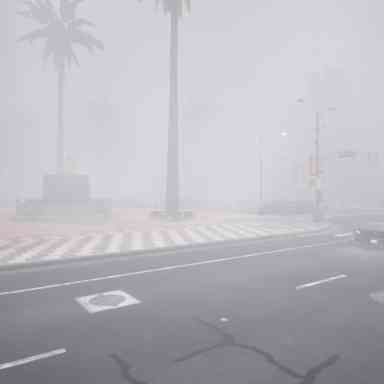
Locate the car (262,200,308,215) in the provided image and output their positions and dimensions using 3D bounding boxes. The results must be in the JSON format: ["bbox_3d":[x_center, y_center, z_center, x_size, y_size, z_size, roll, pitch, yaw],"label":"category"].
[{"bbox_3d":[9.094,1.564,33.695,1.994,1.385,4.181,0,0,-37],"label":"car"}]

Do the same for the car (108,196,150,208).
[{"bbox_3d":[-8.773,1.547,47.515,5.357,1.411,2.033,0,0,14],"label":"car"}]

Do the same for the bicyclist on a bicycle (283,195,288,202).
[{"bbox_3d":[15.280,1.301,54.441,0.582,1.620,1.656,0,0,42],"label":"bicyclist on a bicycle"}]

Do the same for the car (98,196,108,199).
[{"bbox_3d":[-15.829,1.492,59.107,4.902,1.511,2.128,0,0,2],"label":"car"}]

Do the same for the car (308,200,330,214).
[{"bbox_3d":[11.967,1.547,35.853,2.033,1.411,5.357,0,0,-37],"label":"car"}]

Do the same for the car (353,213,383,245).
[{"bbox_3d":[9.273,1.547,14.600,5.357,1.411,2.033,0,0,-36],"label":"car"}]

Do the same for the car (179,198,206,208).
[{"bbox_3d":[-0.225,1.524,47.587,4.674,1.442,1.812,0,0,28],"label":"car"}]

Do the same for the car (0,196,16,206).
[{"bbox_3d":[-31.100,1.505,53.609,4.892,1.490,1.837,0,0,-16],"label":"car"}]

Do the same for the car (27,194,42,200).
[{"bbox_3d":[-26.037,1.221,58.550,5.566,2.045,2.150,0,0,-10],"label":"car"}]
